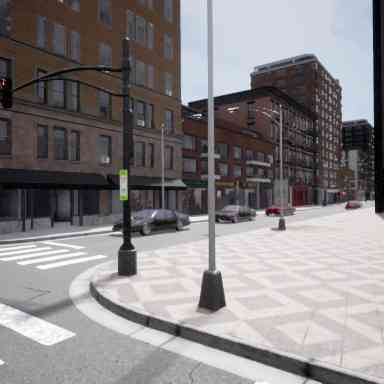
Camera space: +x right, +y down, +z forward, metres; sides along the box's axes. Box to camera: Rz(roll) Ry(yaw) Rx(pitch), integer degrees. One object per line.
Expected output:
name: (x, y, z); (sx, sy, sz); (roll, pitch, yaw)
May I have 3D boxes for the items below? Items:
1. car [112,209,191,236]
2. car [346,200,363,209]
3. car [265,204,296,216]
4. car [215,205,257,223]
car: (-2.218, 1.708, 19.961); (2.033, 1.411, 5.357); (-1, -1, 36)
car: (26.549, 2.048, 54.421); (1.994, 1.385, 4.181); (-1, -1, 36)
car: (9.705, 1.929, 36.494); (1.895, 1.301, 4.718); (-1, -1, 36)
car: (3.690, 1.792, 28.167); (2.033, 1.411, 5.357); (-1, -1, 35)
